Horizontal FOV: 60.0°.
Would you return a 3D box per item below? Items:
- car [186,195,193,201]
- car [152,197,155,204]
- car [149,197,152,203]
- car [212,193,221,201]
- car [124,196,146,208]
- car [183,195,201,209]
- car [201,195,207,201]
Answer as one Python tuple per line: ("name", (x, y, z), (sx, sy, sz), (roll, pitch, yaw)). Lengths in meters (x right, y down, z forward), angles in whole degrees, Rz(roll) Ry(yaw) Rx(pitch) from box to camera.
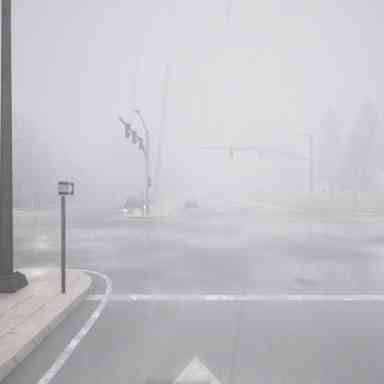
("car", (-0.693, 1.500, 85.801), (1.837, 1.490, 4.892), (0, 0, -1))
("car", (-8.430, 1.601, 65.690), (1.895, 1.301, 4.718), (0, 0, 0))
("car", (-8.340, 1.505, 55.746), (1.837, 1.490, 4.892), (0, 0, -1))
("car", (6.307, 1.225, 85.865), (2.150, 2.045, 5.566), (0, 0, -1))
("car", (-8.220, 1.352, 46.712), (2.097, 1.767, 4.553), (0, 0, -1))
("car", (-0.094, 1.526, 44.757), (1.812, 1.442, 4.674), (0, 0, -1))
("car", (2.807, 1.524, 85.860), (1.812, 1.442, 4.674), (0, 0, -1))
